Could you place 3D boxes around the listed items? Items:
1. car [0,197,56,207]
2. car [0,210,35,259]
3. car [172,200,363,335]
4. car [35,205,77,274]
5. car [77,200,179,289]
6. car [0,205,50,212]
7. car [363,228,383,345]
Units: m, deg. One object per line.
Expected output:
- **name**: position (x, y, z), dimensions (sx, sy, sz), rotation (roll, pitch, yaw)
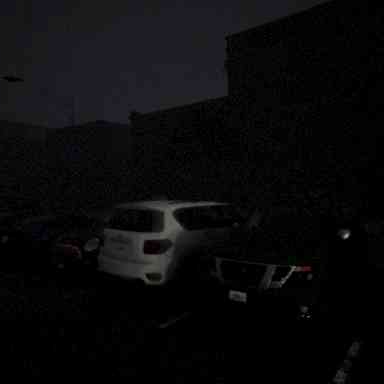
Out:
- **car**: position (-8.863, 1.264, 15.350), dimensions (2.435, 2.045, 5.566), rotation (0, 0, 36)
- **car**: position (-4.361, 1.518, 12.170), dimensions (2.163, 1.488, 4.792), rotation (0, 0, 36)
- **car**: position (2.311, 1.229, 7.283), dimensions (2.435, 2.045, 5.566), rotation (0, 0, 36)
- **car**: position (-2.124, 1.356, 10.558), dimensions (2.185, 1.767, 4.553), rotation (0, 0, 36)
- **car**: position (0.108, 1.229, 8.943), dimensions (2.435, 2.045, 5.566), rotation (0, 0, 36)
- **car**: position (-6.612, 1.496, 13.753), dimensions (2.097, 1.535, 5.008), rotation (-1, 0, 36)
- **car**: position (4.545, 1.354, 5.667), dimensions (2.185, 1.767, 4.553), rotation (0, 0, 36)
